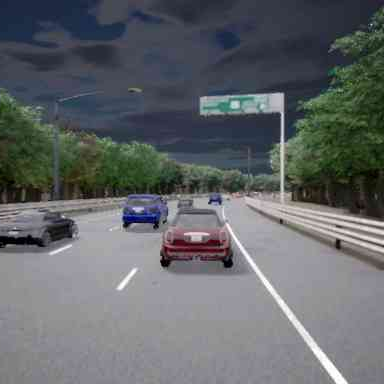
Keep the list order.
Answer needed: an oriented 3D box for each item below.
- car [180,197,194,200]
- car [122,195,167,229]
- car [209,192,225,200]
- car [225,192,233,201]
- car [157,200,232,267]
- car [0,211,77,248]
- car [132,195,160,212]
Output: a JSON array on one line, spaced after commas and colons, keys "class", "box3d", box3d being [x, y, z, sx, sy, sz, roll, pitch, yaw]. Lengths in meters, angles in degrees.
[{"class": "car", "box3d": [-0.807, 1.431, 46.583, 2.128, 1.511, 4.902, 0, 0, 7]}, {"class": "car", "box3d": [-2.894, 1.193, 21.570, 2.150, 2.045, 5.566, 0, 0, 3]}, {"class": "car", "box3d": [4.267, 1.150, 59.621, 2.150, 2.045, 5.566, 0, 0, 8]}, {"class": "car", "box3d": [8.512, 1.102, 84.708, 2.150, 2.045, 5.566, 0, 0, 11]}, {"class": "car", "box3d": [0.192, 1.341, 11.580, 2.097, 1.767, 4.553, 0, 0, 2]}, {"class": "car", "box3d": [-6.625, 1.519, 14.531, 1.994, 1.385, 4.181, 0, 0, 2]}, {"class": "car", "box3d": [-5.160, 1.282, 37.947, 2.097, 1.767, 4.553, 0, 0, 5]}]
